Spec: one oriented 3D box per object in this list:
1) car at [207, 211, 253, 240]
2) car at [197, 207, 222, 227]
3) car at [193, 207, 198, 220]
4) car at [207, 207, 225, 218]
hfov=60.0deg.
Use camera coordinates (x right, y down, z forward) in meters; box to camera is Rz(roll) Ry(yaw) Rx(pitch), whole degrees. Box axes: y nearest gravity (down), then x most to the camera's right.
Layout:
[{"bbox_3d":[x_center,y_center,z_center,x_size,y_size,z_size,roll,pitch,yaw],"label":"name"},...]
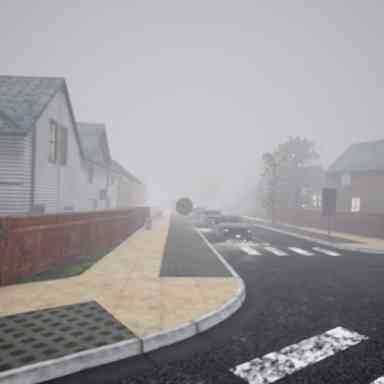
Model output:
[{"bbox_3d":[2.409,2.151,21.054,2.033,1.411,5.357,1,-2,-3],"label":"car"},{"bbox_3d":[1.861,2.450,31.297,1.837,1.490,4.892,1,-2,-3],"label":"car"},{"bbox_3d":[1.228,2.702,43.339,2.097,1.767,4.553,1,-2,-3],"label":"car"},{"bbox_3d":[3.715,3.187,51.716,2.128,1.511,4.902,1,-2,-3],"label":"car"}]
